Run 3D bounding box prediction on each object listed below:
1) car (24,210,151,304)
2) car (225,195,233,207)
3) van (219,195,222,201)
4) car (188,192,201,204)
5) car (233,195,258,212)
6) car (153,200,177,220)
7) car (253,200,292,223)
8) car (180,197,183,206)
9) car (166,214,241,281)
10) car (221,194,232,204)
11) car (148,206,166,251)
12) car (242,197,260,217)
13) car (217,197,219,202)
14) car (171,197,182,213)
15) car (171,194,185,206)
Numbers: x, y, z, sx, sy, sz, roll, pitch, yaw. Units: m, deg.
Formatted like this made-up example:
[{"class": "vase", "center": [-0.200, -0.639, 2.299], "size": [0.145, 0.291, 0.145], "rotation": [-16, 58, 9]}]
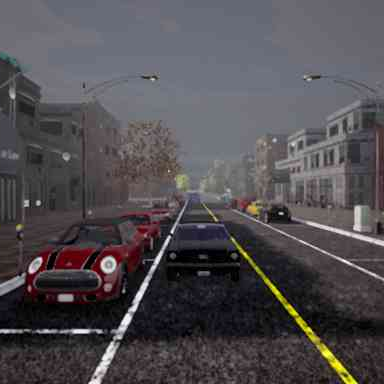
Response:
[{"class": "car", "center": [-2.323, 1.416, 8.108], "size": [1.967, 1.590, 4.097], "rotation": [-1, 0, 0]}, {"class": "car", "center": [6.128, 1.447, 46.934], "size": [1.802, 1.307, 4.206], "rotation": [-1, 0, 0]}, {"class": "van", "center": [6.145, 1.174, 58.030], "size": [1.690, 1.788, 3.998], "rotation": [-1, 0, 0]}, {"class": "car", "center": [0.466, 1.042, 61.591], "size": [2.150, 2.045, 5.566], "rotation": [0, 0, 0]}, {"class": "car", "center": [6.106, 1.213, 35.837], "size": [2.192, 1.841, 5.009], "rotation": [-1, 0, 0]}, {"class": "car", "center": [-2.292, 1.510, 24.753], "size": [1.802, 1.307, 4.206], "rotation": [-1, 0, 0]}, {"class": "car", "center": [6.088, 1.496, 24.741], "size": [1.947, 1.339, 4.313], "rotation": [-1, 0, 0]}, {"class": "car", "center": [-2.272, 1.478, 35.850], "size": [1.802, 1.307, 4.206], "rotation": [-1, 0, 0]}, {"class": "car", "center": [0.275, 1.572, 9.922], "size": [1.895, 1.301, 4.718], "rotation": [0, 0, 0]}, {"class": "car", "center": [6.138, 1.374, 52.652], "size": [1.752, 1.417, 4.829], "rotation": [-1, 0, 0]}, {"class": "car", "center": [-2.312, 1.505, 13.657], "size": [1.887, 1.381, 4.507], "rotation": [-1, 0, 0]}, {"class": "car", "center": [6.099, 1.439, 30.458], "size": [1.752, 1.417, 4.829], "rotation": [-1, 0, 0]}, {"class": "car", "center": [6.168, 1.325, 69.297], "size": [1.752, 1.417, 4.829], "rotation": [-1, 0, 0]}, {"class": "car", "center": [-2.283, 1.463, 30.301], "size": [2.008, 1.369, 4.403], "rotation": [-1, 0, 0]}, {"class": "car", "center": [-2.245, 1.163, 52.494], "size": [2.192, 1.841, 5.009], "rotation": [-1, 0, 0]}]
